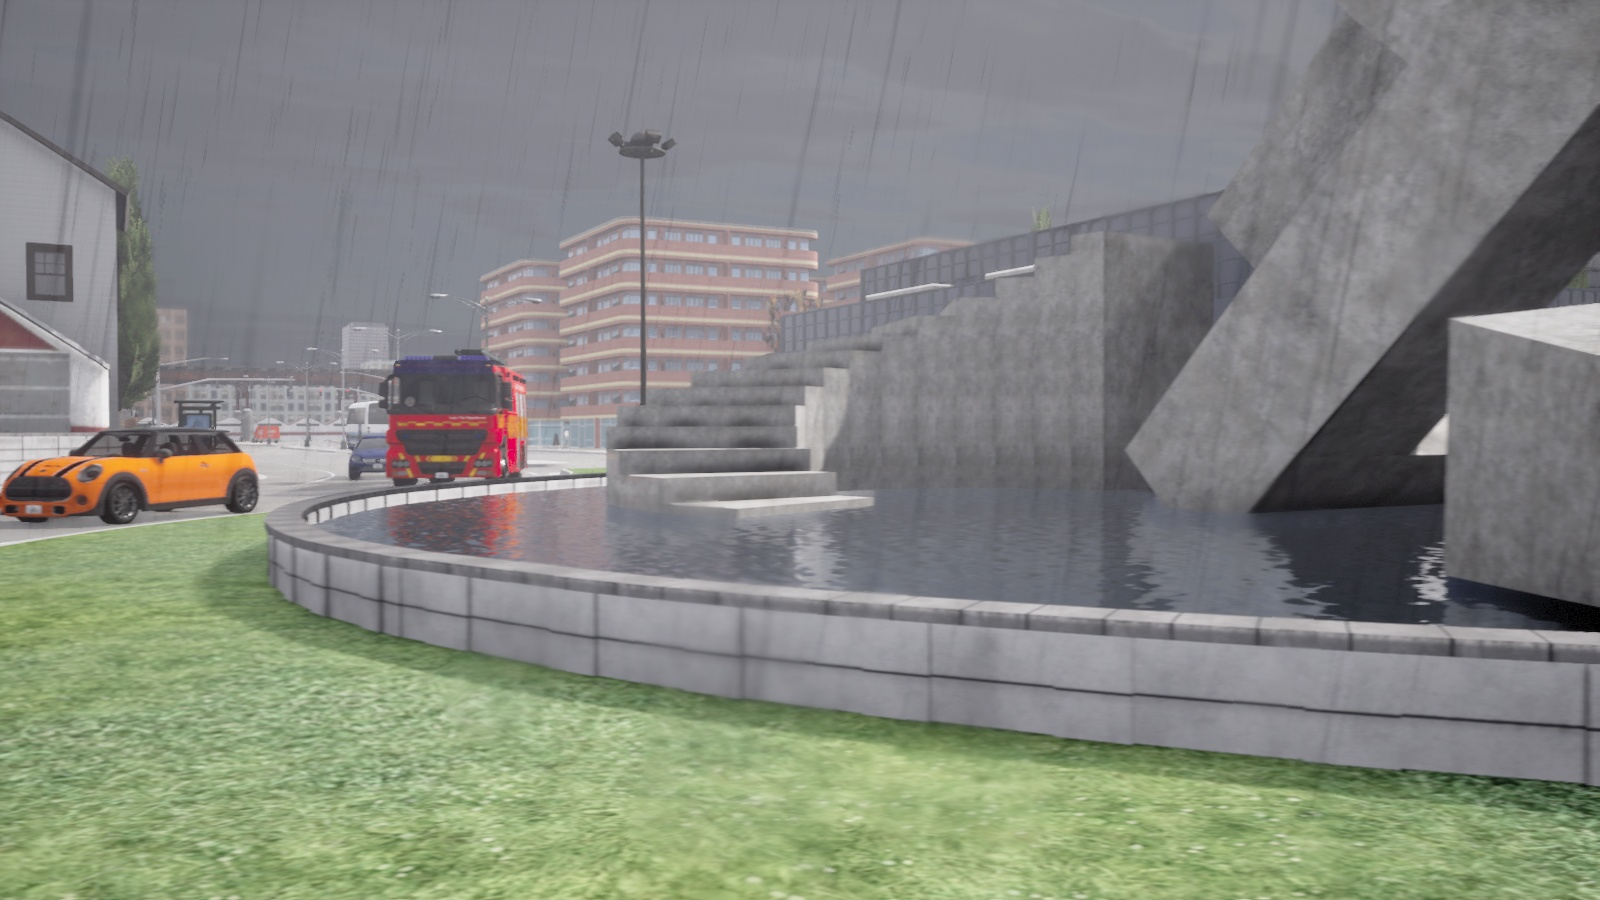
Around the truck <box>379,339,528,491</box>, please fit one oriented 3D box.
[{"bbox_3d":[-9.618,-0.927,35.845,2.891,3.827,8.468,0,1,-7],"label":"truck"}]

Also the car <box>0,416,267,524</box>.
[{"bbox_3d":[-12.188,0.283,22.995,2.097,1.767,4.553,0,1,15],"label":"car"}]

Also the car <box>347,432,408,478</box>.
[{"bbox_3d":[-14.386,0.134,42.960,1.812,1.442,4.674,0,1,-17],"label":"car"}]
